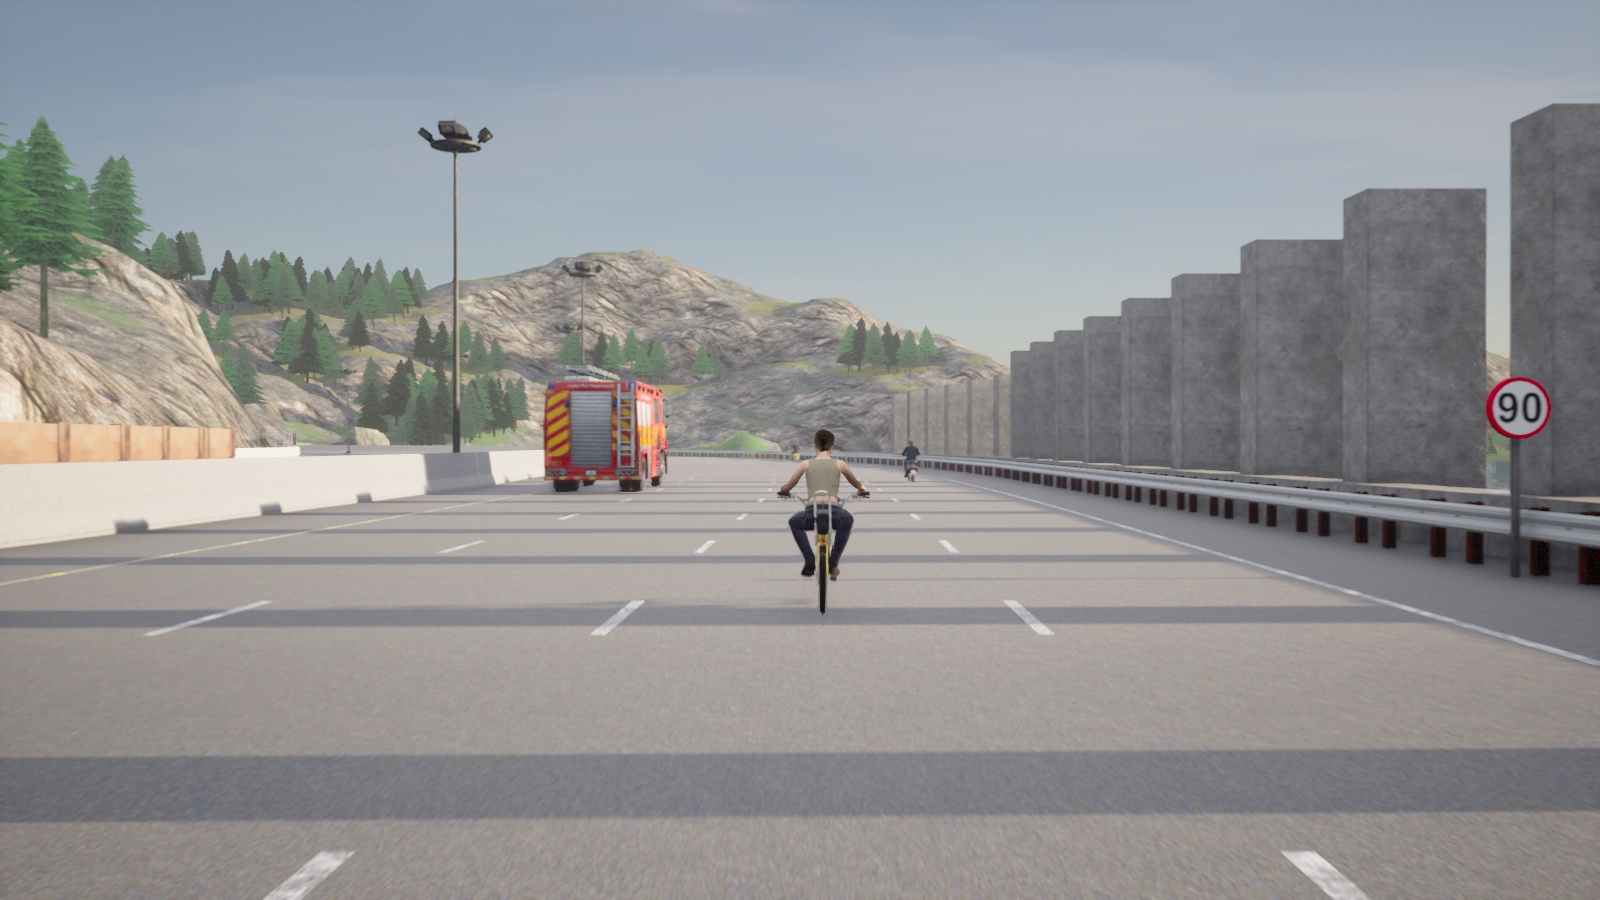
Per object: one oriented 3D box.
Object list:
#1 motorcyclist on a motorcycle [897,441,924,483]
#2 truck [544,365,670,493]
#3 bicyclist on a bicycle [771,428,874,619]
[{"bbox_3d":[4.249,0.433,48.238,0.866,1.590,1.817,0,0,0],"label":"motorcyclist on a motorcycle"},{"bbox_3d":[-6.208,-0.657,41.717,2.891,3.827,8.468,0,0,0],"label":"truck"},{"bbox_3d":[0.214,0.619,11.382,0.866,1.612,1.509,0,0,2],"label":"bicyclist on a bicycle"}]
